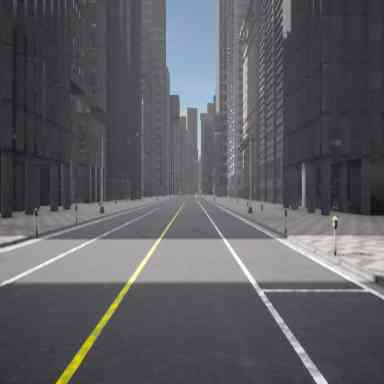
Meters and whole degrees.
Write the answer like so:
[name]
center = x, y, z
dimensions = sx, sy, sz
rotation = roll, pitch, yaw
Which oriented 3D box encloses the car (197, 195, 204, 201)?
[car]
center = 2.350, 1.501, 89.939
dimensions = 1.801, 1.575, 5.366
rotation = 0, 0, 0
